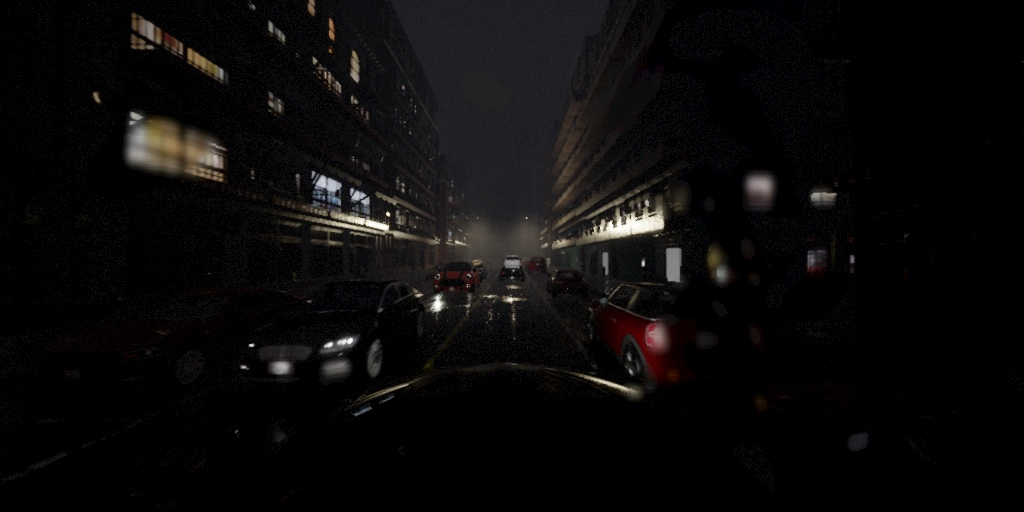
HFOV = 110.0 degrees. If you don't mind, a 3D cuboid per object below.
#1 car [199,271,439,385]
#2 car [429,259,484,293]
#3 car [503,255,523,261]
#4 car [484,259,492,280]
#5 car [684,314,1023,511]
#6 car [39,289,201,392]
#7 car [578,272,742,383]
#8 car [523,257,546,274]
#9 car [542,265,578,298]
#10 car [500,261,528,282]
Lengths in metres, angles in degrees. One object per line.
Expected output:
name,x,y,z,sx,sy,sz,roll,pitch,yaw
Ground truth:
car,-3.095,1.235,7.252,2.128,1.511,4.902,0,0,0
car,-3.019,1.078,20.351,2.097,1.767,4.553,0,0,1
car,0.080,0.923,45.455,2.150,2.045,5.566,0,0,0
car,-3.034,1.209,28.065,2.128,1.511,4.902,0,0,1
car,2.692,1.296,1.344,1.888,1.381,4.507,0,0,0
car,-5.688,1.289,6.883,1.888,1.381,4.507,0,0,0
car,2.693,1.183,6.868,1.967,1.591,4.097,0,0,0
car,2.701,1.019,40.009,2.192,1.841,5.009,0,0,0
car,2.695,1.312,17.914,1.802,1.307,4.207,0,0,0
car,0.024,1.318,28.641,1.895,1.301,4.718,0,0,0
